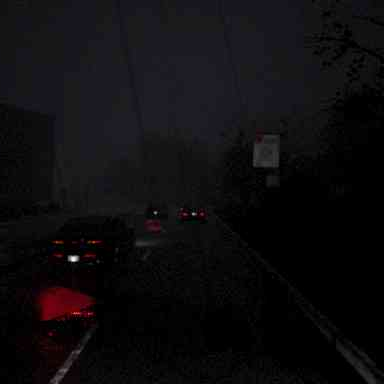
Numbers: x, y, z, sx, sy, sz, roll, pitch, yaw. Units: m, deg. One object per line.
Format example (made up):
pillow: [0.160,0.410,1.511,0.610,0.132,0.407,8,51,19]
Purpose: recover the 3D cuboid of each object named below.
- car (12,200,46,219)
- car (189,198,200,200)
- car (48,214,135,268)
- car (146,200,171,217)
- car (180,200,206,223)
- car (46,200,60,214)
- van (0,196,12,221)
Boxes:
car: [-15.571,1.528,29.962,2.163,1.488,4.792,0,0,0]
car: [0.287,1.539,42.112,2.128,1.511,4.902,0,0,3]
car: [-3.151,1.519,11.268,1.837,1.490,4.892,0,0,0]
car: [-3.154,1.544,31.305,1.837,1.490,4.892,0,0,0]
car: [0.096,1.579,25.482,2.033,1.411,5.357,0,0,0]
car: [-15.603,1.546,35.458,2.002,1.452,4.674,-2,0,0]
van: [-15.555,1.264,24.351,1.878,1.987,4.442,0,0,0]
